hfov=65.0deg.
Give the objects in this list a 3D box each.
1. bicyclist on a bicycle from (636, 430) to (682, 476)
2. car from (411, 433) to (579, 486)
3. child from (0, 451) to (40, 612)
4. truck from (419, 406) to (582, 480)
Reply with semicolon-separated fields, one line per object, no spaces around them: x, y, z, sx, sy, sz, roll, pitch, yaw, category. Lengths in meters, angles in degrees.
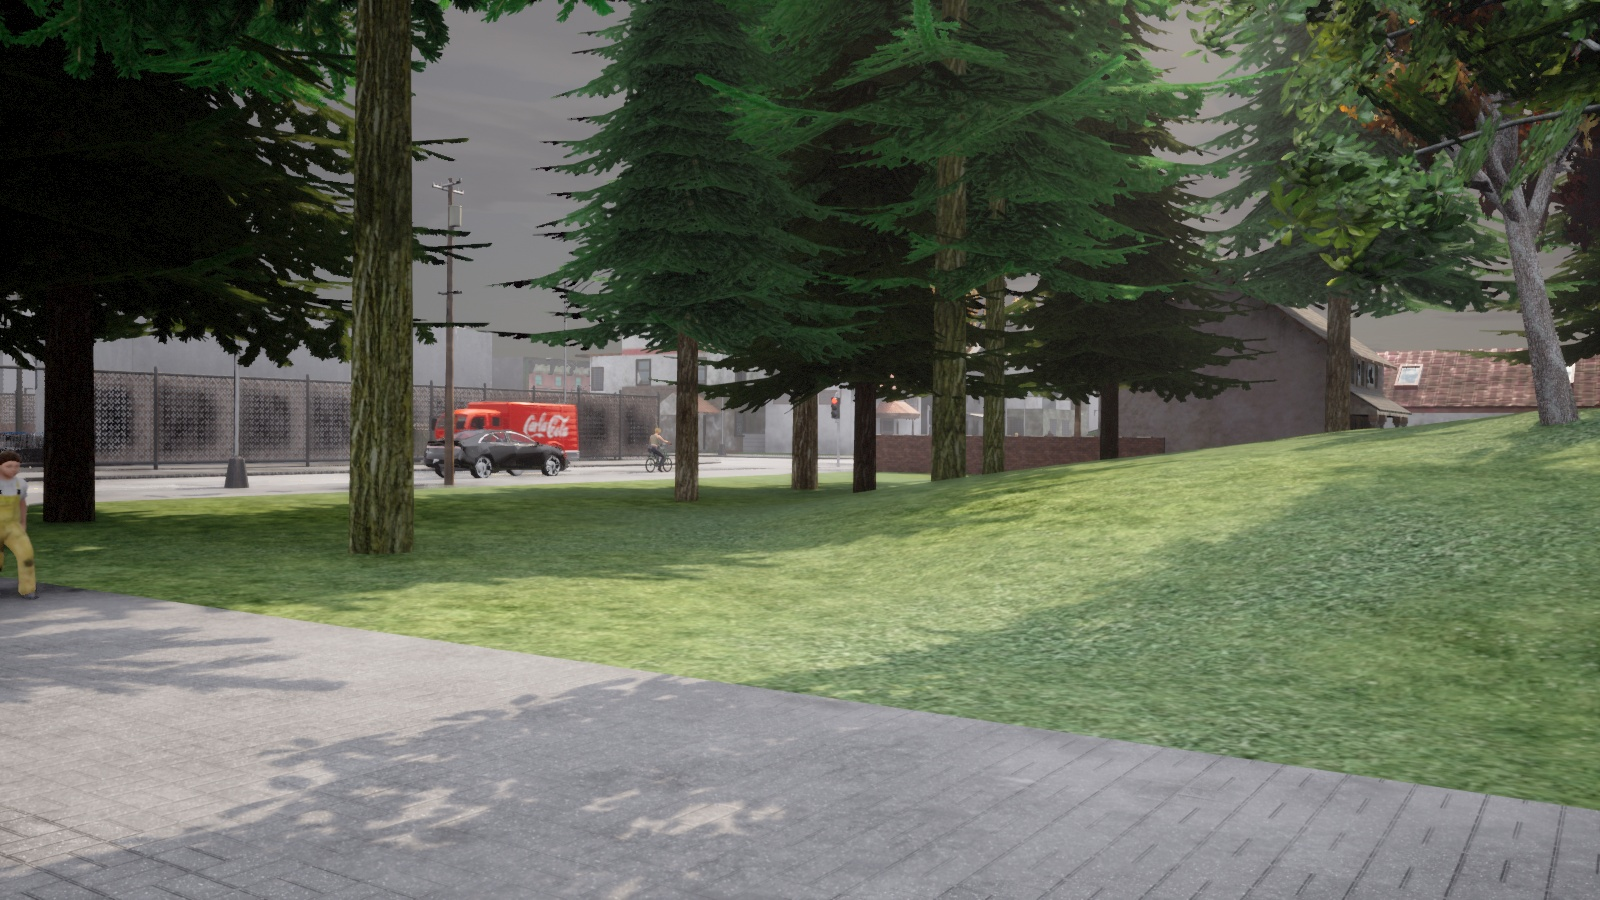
-5.094;0.094;45.400;0.866;1.612;1.509;0;1;33;bicyclist on a bicycle
-9.367;0.240;38.970;2.128;1.511;4.902;0;1;34;car
-6.357;0.641;10.086;0.437;1.263;0.270;0;1;37;child
-10.505;-0.268;44.489;2.627;2.467;5.204;0;1;34;truck
